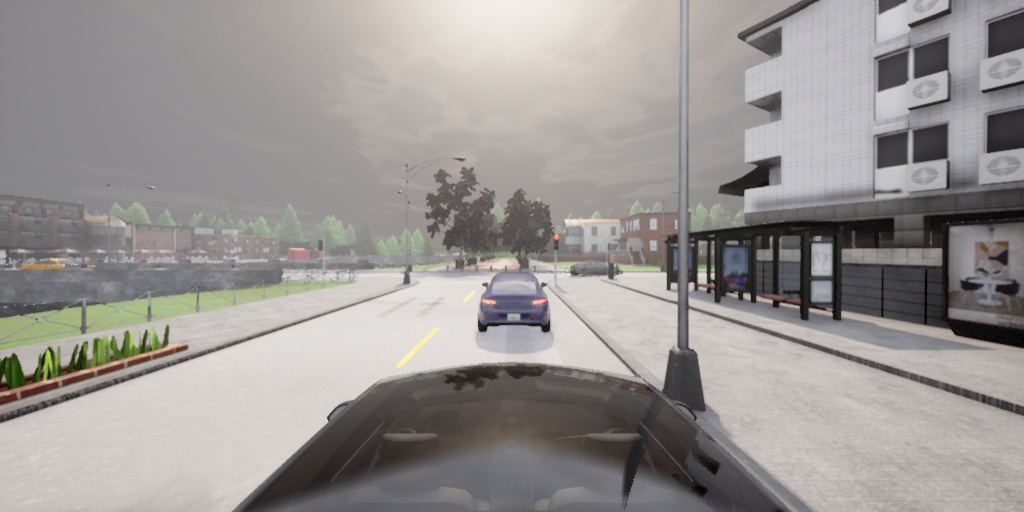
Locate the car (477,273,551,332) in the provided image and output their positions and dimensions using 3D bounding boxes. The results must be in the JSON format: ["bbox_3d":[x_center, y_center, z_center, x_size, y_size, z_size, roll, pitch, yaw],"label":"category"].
[{"bbox_3d":[0.072,1.200,10.408,1.812,1.442,4.674,0,0,1],"label":"car"}]

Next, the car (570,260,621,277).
[{"bbox_3d":[7.094,1.061,30.465,4.181,1.385,1.994,0,0,-8],"label":"car"}]

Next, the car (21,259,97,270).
[{"bbox_3d":[-38.639,0.980,30.690,5.008,1.535,1.882,0,1,0],"label":"car"}]
